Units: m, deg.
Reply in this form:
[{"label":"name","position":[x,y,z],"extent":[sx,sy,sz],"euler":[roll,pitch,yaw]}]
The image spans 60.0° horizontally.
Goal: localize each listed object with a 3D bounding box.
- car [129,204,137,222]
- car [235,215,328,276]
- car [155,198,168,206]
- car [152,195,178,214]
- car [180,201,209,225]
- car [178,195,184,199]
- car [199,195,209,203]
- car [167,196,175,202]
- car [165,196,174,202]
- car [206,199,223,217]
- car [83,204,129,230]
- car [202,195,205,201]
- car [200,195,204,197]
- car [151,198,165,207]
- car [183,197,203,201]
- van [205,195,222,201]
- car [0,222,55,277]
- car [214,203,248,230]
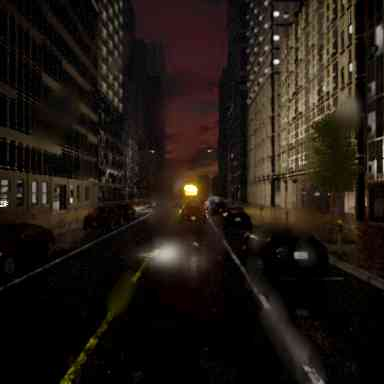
[{"label":"car","position":[-5.677,1.680,27.386],"extent":[1.947,1.339,4.313],"euler":[0,0,0]},{"label":"car","position":[2.697,1.611,10.298],"extent":[1.947,1.339,4.313],"euler":[0,0,0]},{"label":"car","position":[-5.662,1.782,61.543],"extent":[2.008,1.369,4.403],"euler":[0,0,0]},{"label":"car","position":[-3.077,1.505,37.663],"extent":[2.097,1.767,4.553],"euler":[0,0,0]},{"label":"car","position":[0.110,1.630,24.930],"extent":[1.812,1.442,4.674],"euler":[0,0,0]},{"label":"car","position":[-2.968,1.376,79.019],"extent":[1.882,1.535,5.008],"euler":[0,0,0]},{"label":"car","position":[2.727,1.597,78.605],"extent":[2.192,1.841,5.009],"euler":[0,0,0]},{"label":"car","position":[-5.651,1.879,90.005],"extent":[1.947,1.339,4.313],"euler":[0,0,0]},{"label":"car","position":[-5.653,1.849,84.312],"extent":[2.008,1.369,4.403],"euler":[0,0,0]},{"label":"car","position":[2.707,1.702,33.066],"extent":[1.947,1.339,4.313],"euler":[0,0,0]},{"label":"car","position":[-5.679,1.636,21.694],"extent":[1.887,1.381,4.507],"euler":[0,0,0]},{"label":"car","position":[2.712,1.617,44.452],"extent":[1.967,1.590,4.097],"euler":[0,0,0]},{"label":"car","position":[2.722,1.564,67.221],"extent":[2.192,1.841,5.009],"euler":[0,0,0]},{"label":"car","position":[-5.665,1.739,55.679],"extent":[1.752,1.417,4.829],"euler":[0,0,0]},{"label":"car","position":[0.117,1.669,41.327],"extent":[1.837,1.490,4.892],"euler":[0,-1,0]},{"label":"van","position":[2.709,1.498,38.761],"extent":[1.690,1.788,3.998],"euler":[0,0,0]},{"label":"car","position":[-5.684,1.627,10.309],"extent":[1.802,1.307,4.206],"euler":[0,0,0]},{"label":"car","position":[2.702,1.657,21.682],"extent":[1.947,1.339,4.313],"euler":[0,0,0]}]
